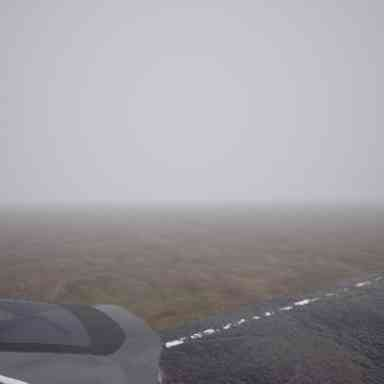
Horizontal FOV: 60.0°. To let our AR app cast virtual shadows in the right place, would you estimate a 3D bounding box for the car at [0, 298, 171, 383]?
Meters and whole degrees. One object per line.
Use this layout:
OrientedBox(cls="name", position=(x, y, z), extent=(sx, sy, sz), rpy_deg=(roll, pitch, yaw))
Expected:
OrientedBox(cls="car", position=(-2.393, 1.499, 1.610), extent=(4.902, 1.511, 2.128), rpy_deg=(-1, 0, -35))
